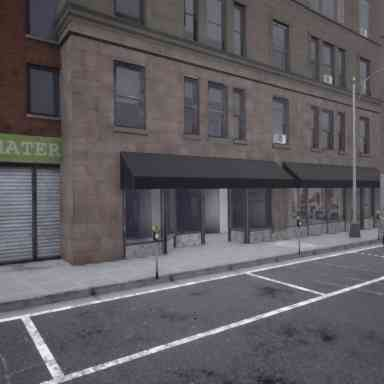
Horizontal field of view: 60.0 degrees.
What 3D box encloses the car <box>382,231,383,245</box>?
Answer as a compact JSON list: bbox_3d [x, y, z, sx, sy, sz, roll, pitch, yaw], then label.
[{"bbox_3d":[9.271,1.540,13.189,4.507,1.381,1.887,0,-1,-36],"label":"car"}]
